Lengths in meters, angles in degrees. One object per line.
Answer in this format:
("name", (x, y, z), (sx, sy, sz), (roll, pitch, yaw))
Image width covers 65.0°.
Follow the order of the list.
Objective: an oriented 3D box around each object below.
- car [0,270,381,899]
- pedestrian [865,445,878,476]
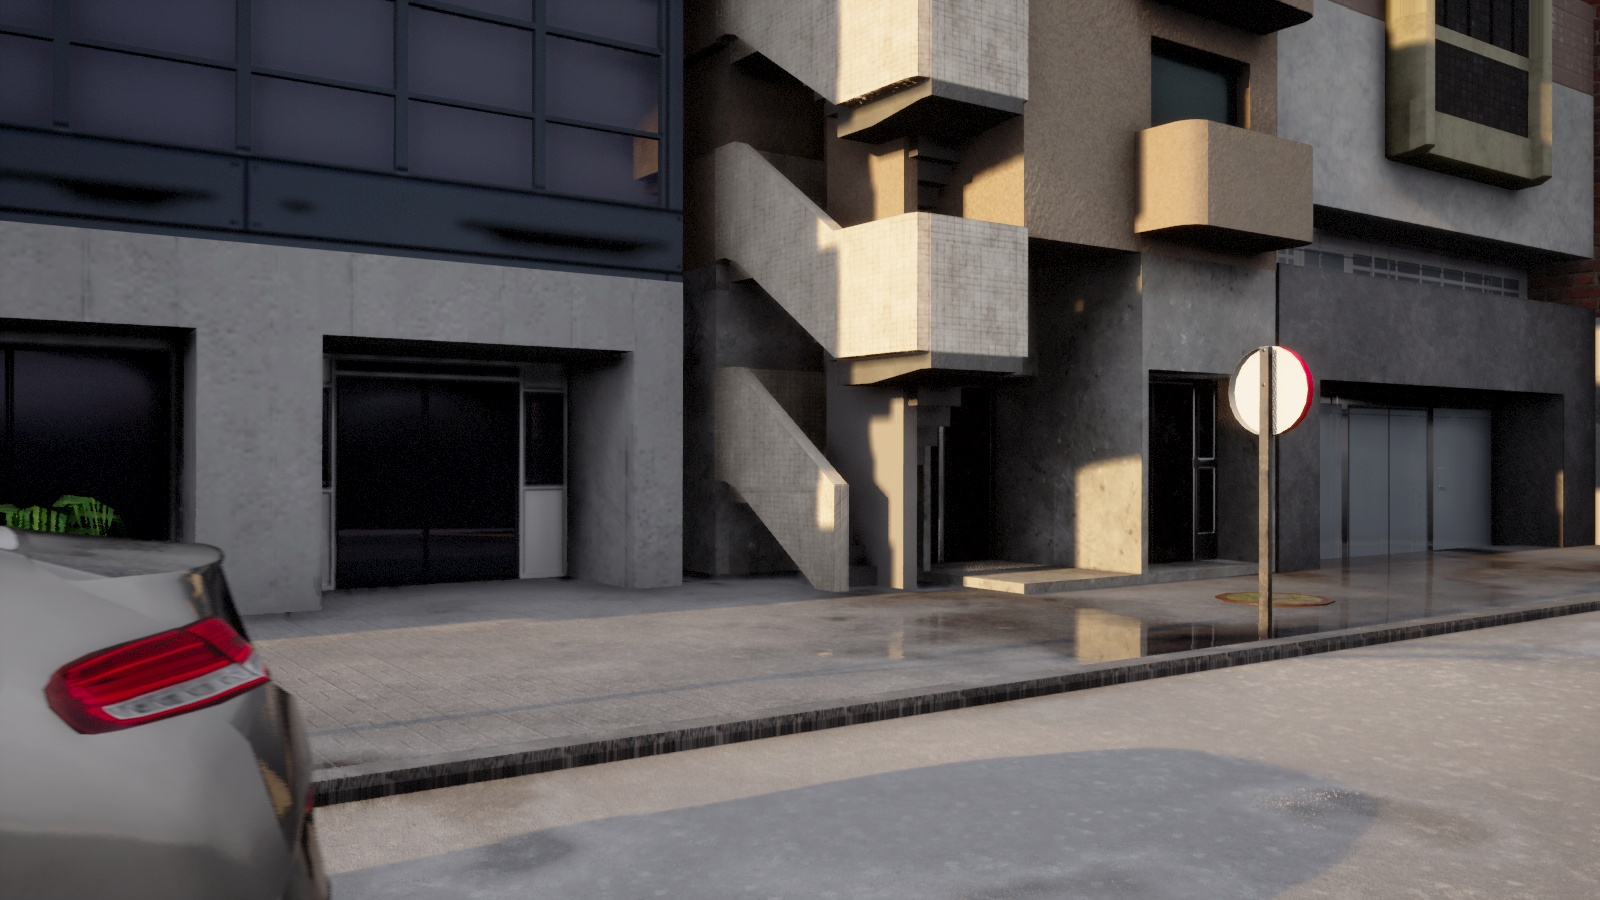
("car", (-3.478, 0.535, 1.845), (5.027, 1.651, 2.152), (0, 0, -35))
("pedestrian", (4.182, 0.616, 73.649), (0.402, 1.842, 0.726), (0, 0, -36))
